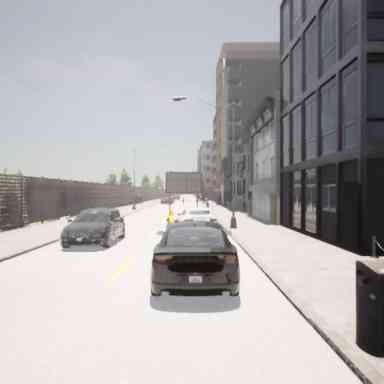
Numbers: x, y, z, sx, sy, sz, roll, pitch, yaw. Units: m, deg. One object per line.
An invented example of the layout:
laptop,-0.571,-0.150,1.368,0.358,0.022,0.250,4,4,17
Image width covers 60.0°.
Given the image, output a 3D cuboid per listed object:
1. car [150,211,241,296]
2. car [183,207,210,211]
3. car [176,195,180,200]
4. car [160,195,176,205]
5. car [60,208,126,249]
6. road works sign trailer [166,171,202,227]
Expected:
car,0.063,1.475,8.663,1.882,1.535,5.008,0,0,0
car,0.236,1.537,18.004,1.812,1.442,4.674,-1,-1,-6
car,-4.392,1.462,94.547,2.128,1.511,4.902,0,0,0
car,-4.320,1.546,57.730,1.994,1.385,4.181,0,0,0
car,-4.161,1.500,14.651,1.837,1.490,4.892,0,0,0
road works sign trailer,-0.570,0.457,21.522,2.380,3.560,2.880,0,0,-15
